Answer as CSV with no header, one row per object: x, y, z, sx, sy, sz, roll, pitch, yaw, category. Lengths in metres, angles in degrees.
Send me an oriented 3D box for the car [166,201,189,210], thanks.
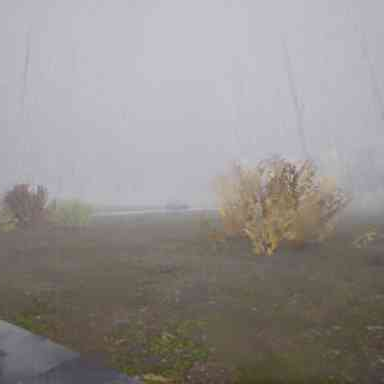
-2.343,2.279,55.227,2.128,1.511,4.902,-2,-2,36,car

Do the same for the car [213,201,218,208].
6.142,2.298,67.027,2.097,1.767,4.553,-2,-2,36,car
